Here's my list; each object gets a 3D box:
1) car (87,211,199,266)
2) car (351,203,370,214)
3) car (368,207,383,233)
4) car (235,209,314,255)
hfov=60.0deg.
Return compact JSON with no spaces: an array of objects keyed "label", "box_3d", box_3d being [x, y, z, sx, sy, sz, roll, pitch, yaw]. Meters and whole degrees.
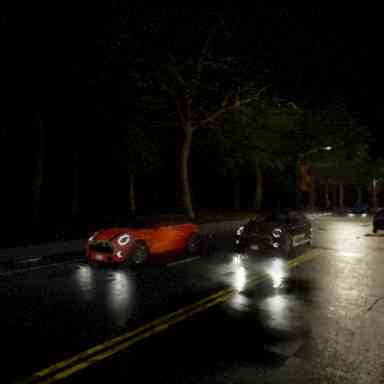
[{"label":"car","box_3d":[-1.721,1.580,12.740,2.097,1.767,4.553,-1,-1,36]},{"label":"car","box_3d":[24.368,2.341,47.884,1.882,1.535,5.008,-1,-2,36]},{"label":"car","box_3d":[12.846,1.772,21.182,1.882,1.535,5.008,-1,-1,36]},{"label":"car","box_3d":[3.737,1.583,14.658,2.097,1.767,4.553,-1,-1,36]}]
